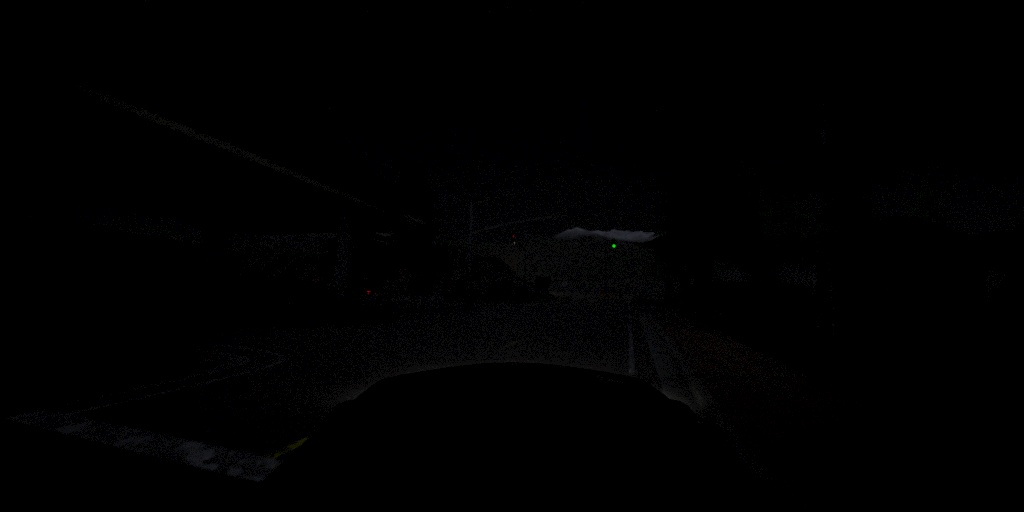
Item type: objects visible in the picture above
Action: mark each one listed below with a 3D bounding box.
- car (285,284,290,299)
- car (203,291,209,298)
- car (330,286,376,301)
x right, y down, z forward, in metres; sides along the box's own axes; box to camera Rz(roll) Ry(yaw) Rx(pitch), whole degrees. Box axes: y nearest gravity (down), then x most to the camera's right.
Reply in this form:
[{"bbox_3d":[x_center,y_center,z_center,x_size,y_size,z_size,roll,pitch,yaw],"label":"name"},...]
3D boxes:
[{"bbox_3d":[-30.556,4.266,44.555,4.718,1.301,1.895,-1,-5,19],"label":"car"},{"bbox_3d":[-36.631,3.994,42.811,4.181,1.385,1.994,-1,-5,19],"label":"car"},{"bbox_3d":[-17.532,4.076,40.242,4.674,1.442,1.812,0,-5,19],"label":"car"}]
